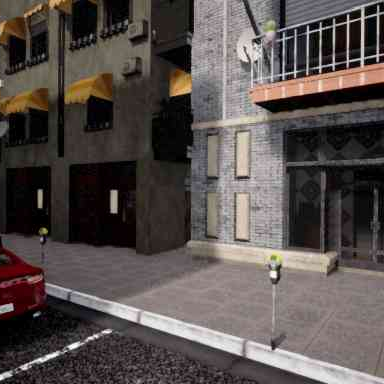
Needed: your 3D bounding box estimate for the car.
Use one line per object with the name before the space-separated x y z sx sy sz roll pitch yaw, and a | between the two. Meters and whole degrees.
car | -4.497 1.544 6.077 4.507 1.381 1.887 0 1 36
